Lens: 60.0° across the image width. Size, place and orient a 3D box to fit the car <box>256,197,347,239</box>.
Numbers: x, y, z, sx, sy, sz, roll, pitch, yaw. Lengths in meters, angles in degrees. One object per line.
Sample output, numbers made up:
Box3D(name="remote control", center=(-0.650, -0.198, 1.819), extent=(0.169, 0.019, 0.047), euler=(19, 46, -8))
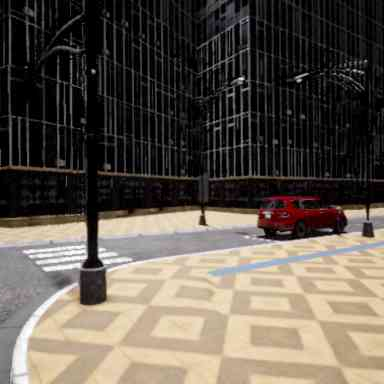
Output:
Box3D(name="car", center=(5.288, 1.136, 15.910), extent=(5.009, 1.841, 2.192), euler=(0, -1, -34))
